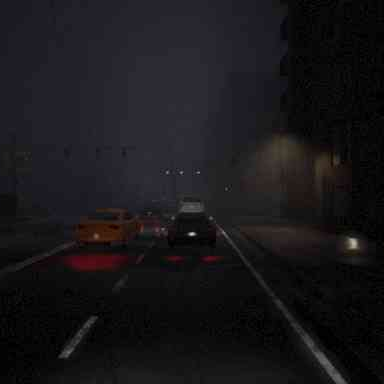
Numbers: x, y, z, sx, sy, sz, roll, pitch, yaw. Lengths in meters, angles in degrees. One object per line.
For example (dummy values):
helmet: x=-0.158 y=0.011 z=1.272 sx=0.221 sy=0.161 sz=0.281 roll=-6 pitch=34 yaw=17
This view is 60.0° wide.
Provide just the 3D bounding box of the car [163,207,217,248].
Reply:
car: x=0.000 y=1.570 z=14.650 sx=1.994 sy=1.385 sz=4.181 roll=0 pitch=0 yaw=0

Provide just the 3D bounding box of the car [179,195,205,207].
car: x=0.000 y=1.256 z=29.680 sx=2.150 sy=2.045 sz=5.566 roll=0 pitch=0 yaw=0

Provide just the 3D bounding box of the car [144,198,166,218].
car: x=-3.500 y=1.531 z=29.650 sx=1.812 sy=1.442 sz=4.674 roll=0 pitch=0 yaw=0

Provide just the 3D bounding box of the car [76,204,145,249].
car: x=-3.500 y=1.483 z=14.650 sx=1.882 sy=1.535 sz=5.008 roll=0 pitch=0 yaw=0
